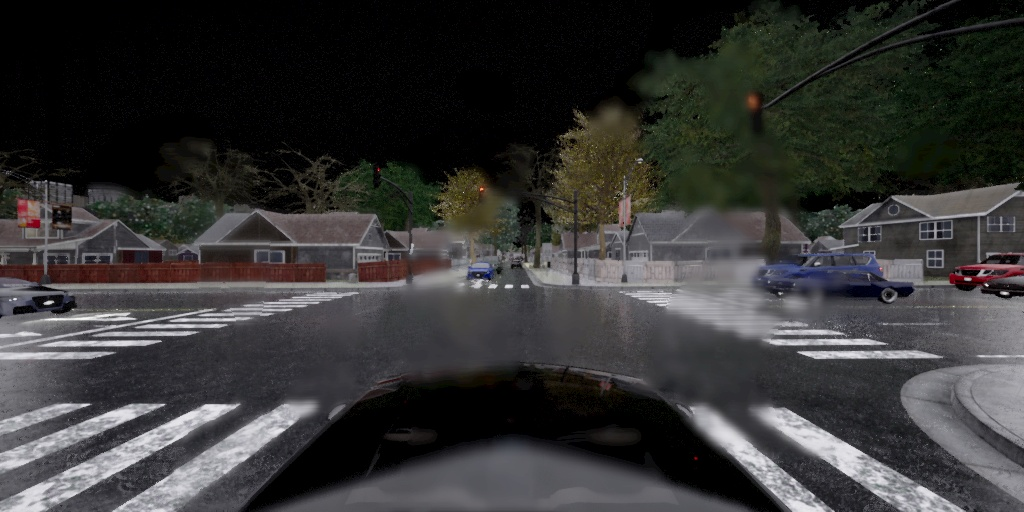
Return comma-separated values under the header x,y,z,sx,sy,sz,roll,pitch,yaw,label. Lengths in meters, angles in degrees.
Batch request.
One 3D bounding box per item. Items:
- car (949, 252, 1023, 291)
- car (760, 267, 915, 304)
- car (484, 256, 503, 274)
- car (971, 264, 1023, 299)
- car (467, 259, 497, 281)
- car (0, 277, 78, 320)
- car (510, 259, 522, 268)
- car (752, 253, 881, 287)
x,y,z,sx,sy,sz,roll,pitch,yaw,label
25.851,0.810,18.107,5.566,2.045,2.150,0,0,1,car
13.555,1.260,15.059,4.718,1.301,1.895,0,0,1,car
-2.374,0.992,41.626,2.150,2.045,5.566,0,0,1,car
23.216,1.152,14.902,5.357,1.411,2.033,0,0,1,car
-2.597,1.239,30.382,1.882,1.535,5.008,0,0,1,car
-17.591,1.409,12.124,4.181,1.385,1.994,0,0,1,car
0.741,1.295,61.406,1.837,1.490,4.892,0,0,1,car
15.485,0.868,18.291,5.566,2.045,2.150,0,0,1,car
